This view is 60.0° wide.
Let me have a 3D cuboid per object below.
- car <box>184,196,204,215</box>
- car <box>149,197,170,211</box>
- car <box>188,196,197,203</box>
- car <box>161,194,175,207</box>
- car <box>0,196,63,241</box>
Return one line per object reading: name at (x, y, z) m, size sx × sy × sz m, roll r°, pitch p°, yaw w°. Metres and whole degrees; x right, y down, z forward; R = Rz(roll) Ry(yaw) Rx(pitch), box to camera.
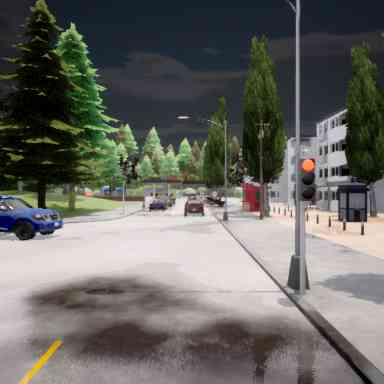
car at (0.186, 1.477, 33.551) m, size 1.882 × 1.535 × 5.008 m, roll 0°, pitch 0°, yaw -1°
car at (-4.082, 1.601, 40.464) m, size 1.895 × 1.301 × 4.718 m, roll 0°, pitch 0°, yaw 0°
car at (0.163, 1.526, 67.752) m, size 1.812 × 1.442 × 4.674 m, roll 0°, pitch 0°, yaw 0°
car at (-4.064, 1.352, 50.357) m, size 2.097 × 1.767 × 4.553 m, roll 0°, pitch 0°, yaw 0°
car at (-9.340, 1.221, 16.423) m, size 5.566 × 2.045 × 2.150 m, roll 0°, pitch 0°, yaw 5°
